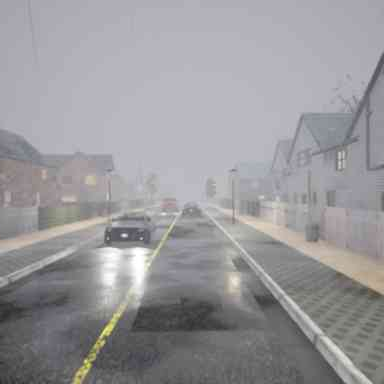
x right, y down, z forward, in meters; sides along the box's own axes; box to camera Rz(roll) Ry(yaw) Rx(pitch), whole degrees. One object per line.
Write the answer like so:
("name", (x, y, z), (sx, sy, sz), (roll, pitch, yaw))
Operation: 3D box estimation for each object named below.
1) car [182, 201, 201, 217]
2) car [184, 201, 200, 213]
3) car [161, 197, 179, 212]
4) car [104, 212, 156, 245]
("car", (-0.022, 1.899, 35.730), (1.994, 1.385, 4.181), (0, -1, 1))
("car", (-0.035, 2.001, 45.669), (2.033, 1.411, 5.357), (0, -1, 0))
("car", (-2.979, 1.669, 45.236), (2.150, 2.045, 5.566), (0, -1, 0))
("car", (-2.896, 1.692, 16.222), (1.994, 1.385, 4.181), (0, -1, 0))
